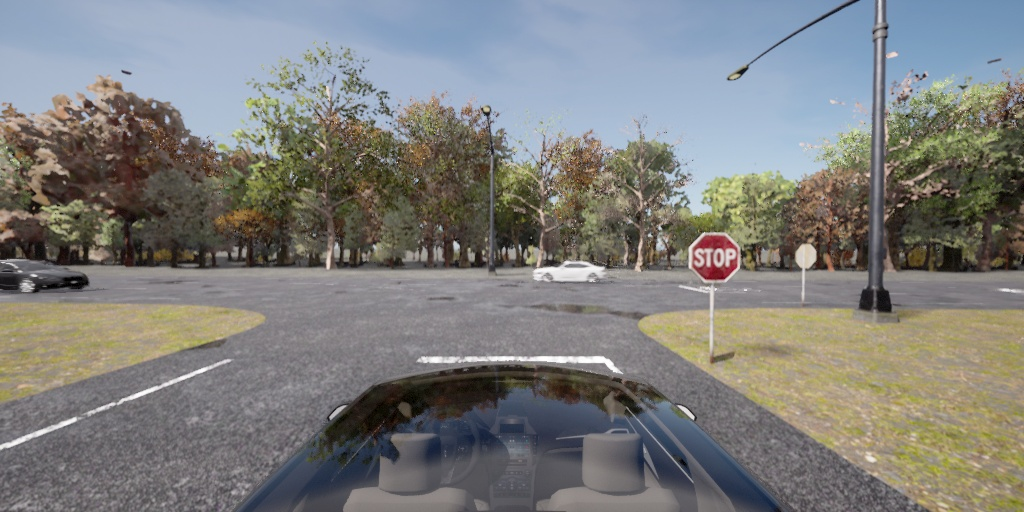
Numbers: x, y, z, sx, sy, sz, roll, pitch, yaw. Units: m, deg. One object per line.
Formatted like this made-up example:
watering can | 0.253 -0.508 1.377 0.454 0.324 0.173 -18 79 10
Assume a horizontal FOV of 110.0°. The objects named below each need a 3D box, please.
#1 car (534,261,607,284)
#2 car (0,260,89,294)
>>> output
car | 3.769 1.056 23.357 4.674 1.442 1.812 0 1 0
car | -22.721 0.937 16.668 4.892 1.490 1.837 0 1 1
